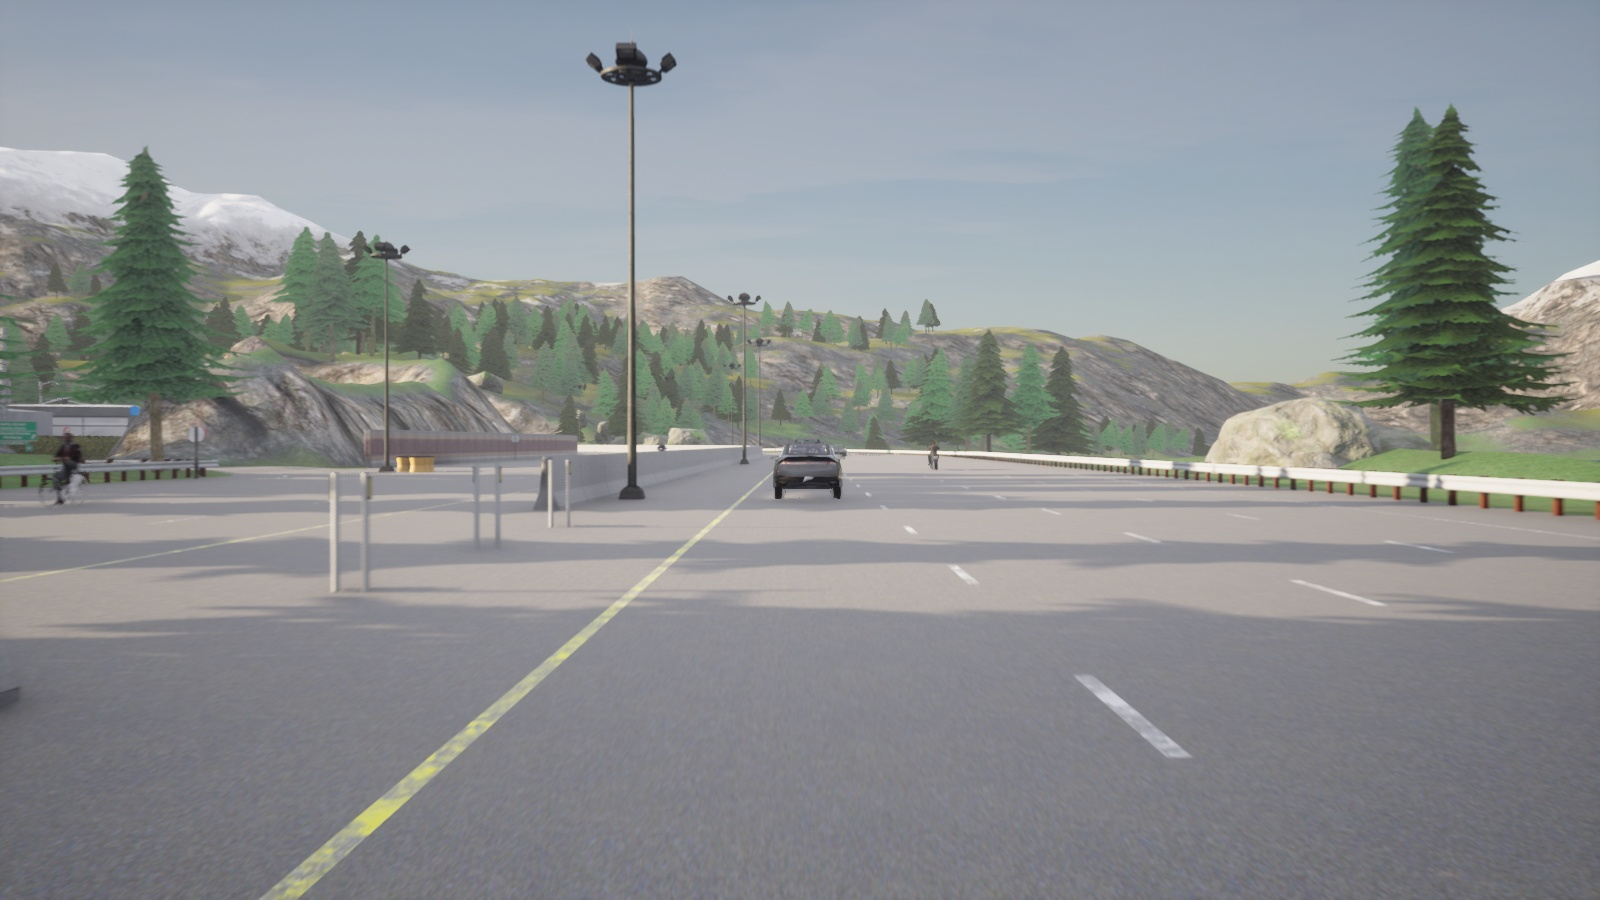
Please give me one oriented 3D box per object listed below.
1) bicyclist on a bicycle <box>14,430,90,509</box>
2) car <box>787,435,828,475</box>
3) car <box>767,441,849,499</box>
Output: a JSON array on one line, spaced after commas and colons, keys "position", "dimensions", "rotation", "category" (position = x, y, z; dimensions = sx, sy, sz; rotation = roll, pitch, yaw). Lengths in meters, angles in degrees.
[{"position": [-17.317, 0.441, 29.109], "dimensions": [0.659, 1.776, 1.843], "rotation": [0, 0, 0], "category": "bicyclist on a bicycle"}, {"position": [0.365, 0.223, 60.855], "dimensions": [1.932, 1.855, 4.605], "rotation": [0, 0, 0], "category": "car"}, {"position": [0.217, 0.506, 35.111], "dimensions": [2.128, 1.511, 4.902], "rotation": [0, 0, 0], "category": "car"}]
